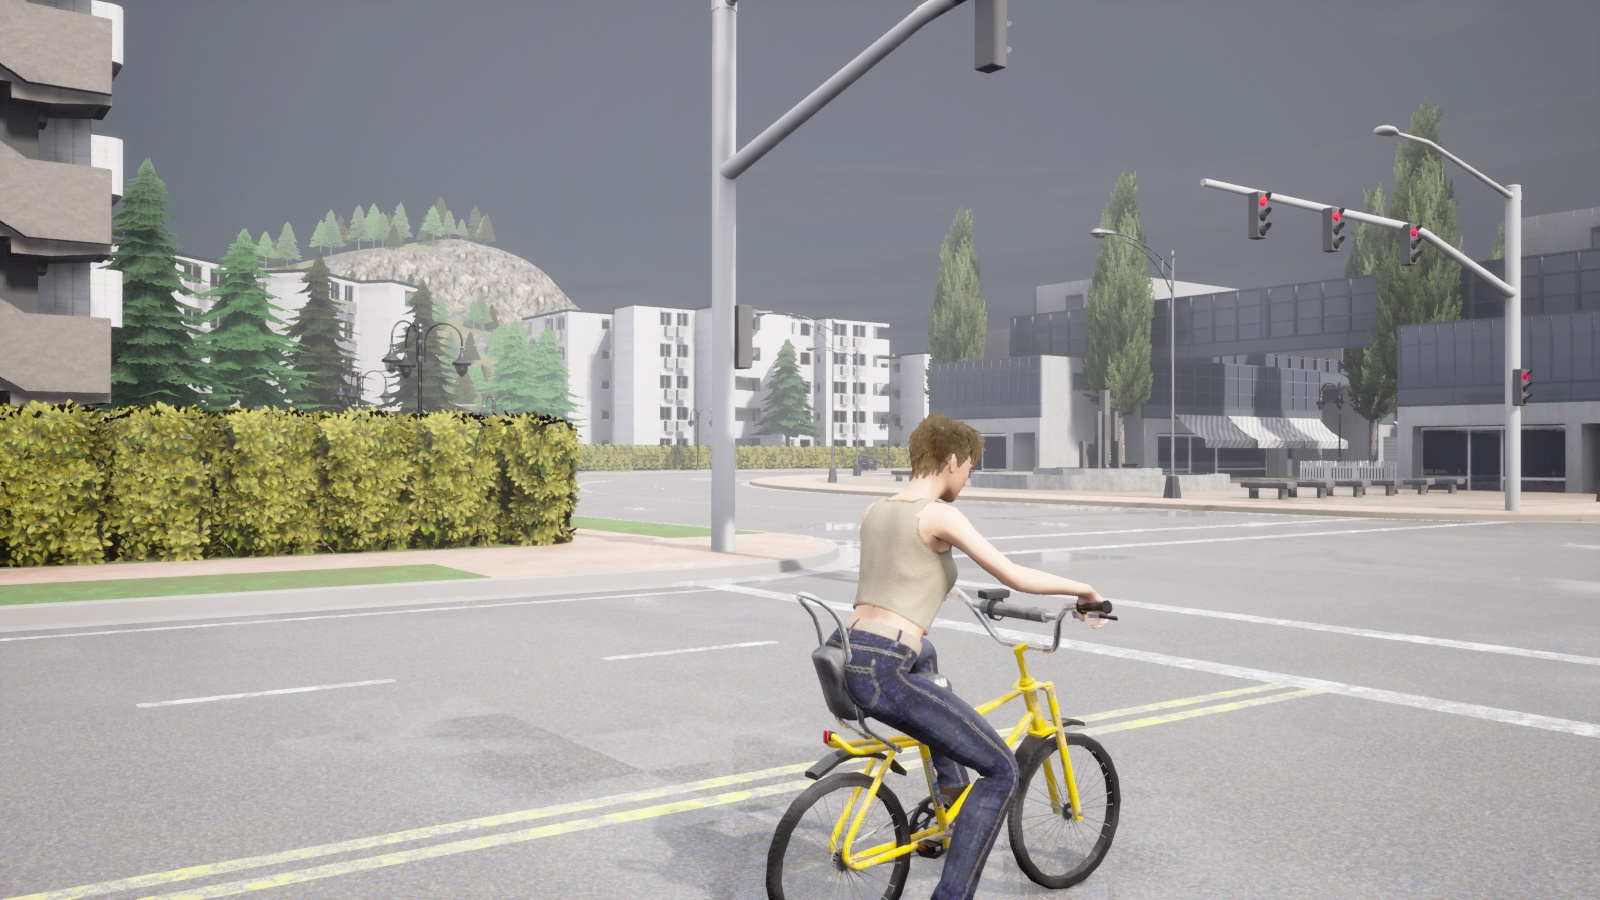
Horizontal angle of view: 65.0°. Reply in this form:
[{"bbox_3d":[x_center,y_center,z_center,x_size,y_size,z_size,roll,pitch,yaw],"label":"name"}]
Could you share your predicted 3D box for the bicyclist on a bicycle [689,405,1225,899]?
[{"bbox_3d":[0.520,0.690,4.026,1.509,1.612,0.866,0,0,-35],"label":"bicyclist on a bicycle"}]
